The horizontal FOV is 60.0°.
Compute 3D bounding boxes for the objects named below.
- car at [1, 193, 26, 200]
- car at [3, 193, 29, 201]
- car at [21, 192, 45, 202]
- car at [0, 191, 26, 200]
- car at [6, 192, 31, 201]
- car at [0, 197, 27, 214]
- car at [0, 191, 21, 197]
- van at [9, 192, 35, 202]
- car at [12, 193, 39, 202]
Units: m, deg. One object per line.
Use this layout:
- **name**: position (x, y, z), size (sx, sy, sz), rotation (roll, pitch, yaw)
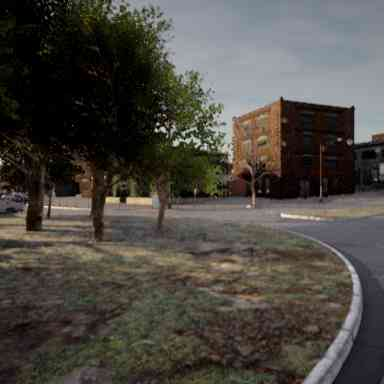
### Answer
- **car**: position (-41.630, 1.061, 77.783), size (4.892, 1.521, 2.231), rotation (0, 1, -36)
- **car**: position (-40.064, 1.096, 75.640), size (5.008, 1.535, 2.097), rotation (0, 1, -36)
- **car**: position (-30.182, 1.306, 62.199), size (4.792, 1.488, 2.163), rotation (0, 1, -36)
- **car**: position (-43.259, 0.771, 80.029), size (5.566, 2.045, 2.435), rotation (0, 1, -36)
- **car**: position (-38.311, 1.010, 73.323), size (4.553, 1.767, 2.185), rotation (0, 1, -36)
- **car**: position (-19.199, 1.505, 32.735), size (4.674, 1.442, 1.812), rotation (0, 0, -21)
- **car**: position (-30.448, 1.201, 55.188), size (2.097, 1.767, 4.553), rotation (0, 1, -39)
- **van**: position (-35.203, 0.979, 68.859), size (4.442, 1.987, 1.878), rotation (0, 1, -36)
- **car**: position (-33.358, 1.107, 66.608), size (4.553, 1.767, 2.185), rotation (0, 1, -36)
